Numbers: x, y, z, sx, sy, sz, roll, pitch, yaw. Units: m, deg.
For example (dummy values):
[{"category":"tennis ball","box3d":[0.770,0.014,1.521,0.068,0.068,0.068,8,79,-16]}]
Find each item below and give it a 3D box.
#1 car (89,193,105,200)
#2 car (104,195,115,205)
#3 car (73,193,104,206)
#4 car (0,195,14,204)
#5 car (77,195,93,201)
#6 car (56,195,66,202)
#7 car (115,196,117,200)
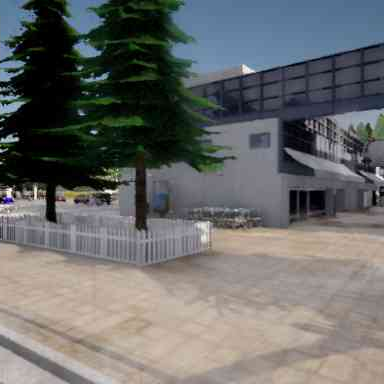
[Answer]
[{"category":"car","box3d":[-23.906,1.107,84.079,3.866,1.878,1.905,0,0,36]},{"category":"car","box3d":[-14.810,1.096,53.676,3.866,1.878,1.905,0,0,36]},{"category":"car","box3d":[-16.187,1.117,51.085,4.605,1.855,1.932,0,0,36]},{"category":"car","box3d":[-33.307,1.347,59.087,3.633,1.501,1.845,0,0,36]},{"category":"car","box3d":[-26.357,1.392,81.751,3.806,1.475,1.970,0,0,36]},{"category":"car","box3d":[-27.390,1.326,67.139,4.514,1.523,2.007,0,0,36]},{"category":"car","box3d":[-19.481,1.124,76.790,4.605,1.855,1.932,0,0,36]}]
